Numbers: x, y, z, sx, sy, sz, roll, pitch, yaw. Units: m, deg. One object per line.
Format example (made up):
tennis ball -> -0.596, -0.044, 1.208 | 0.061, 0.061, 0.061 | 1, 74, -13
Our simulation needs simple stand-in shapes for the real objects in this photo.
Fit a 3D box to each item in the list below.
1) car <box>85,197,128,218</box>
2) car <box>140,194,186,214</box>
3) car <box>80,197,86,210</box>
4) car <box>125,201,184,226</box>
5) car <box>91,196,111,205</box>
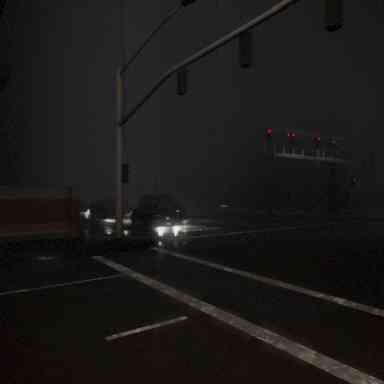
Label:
car -> -7.853, 1.478, 30.717 | 1.882, 1.535, 5.008 | 0, 0, -36
car -> -2.782, 1.222, 29.659 | 2.150, 2.045, 5.566 | 0, 0, -36
car -> -13.680, 1.526, 38.846 | 1.812, 1.442, 4.674 | 0, 0, -36
car -> -2.755, 1.564, 23.612 | 1.994, 1.385, 4.181 | 0, 0, -35
car -> -16.864, 1.478, 61.586 | 1.882, 1.535, 5.008 | 0, 0, -36
